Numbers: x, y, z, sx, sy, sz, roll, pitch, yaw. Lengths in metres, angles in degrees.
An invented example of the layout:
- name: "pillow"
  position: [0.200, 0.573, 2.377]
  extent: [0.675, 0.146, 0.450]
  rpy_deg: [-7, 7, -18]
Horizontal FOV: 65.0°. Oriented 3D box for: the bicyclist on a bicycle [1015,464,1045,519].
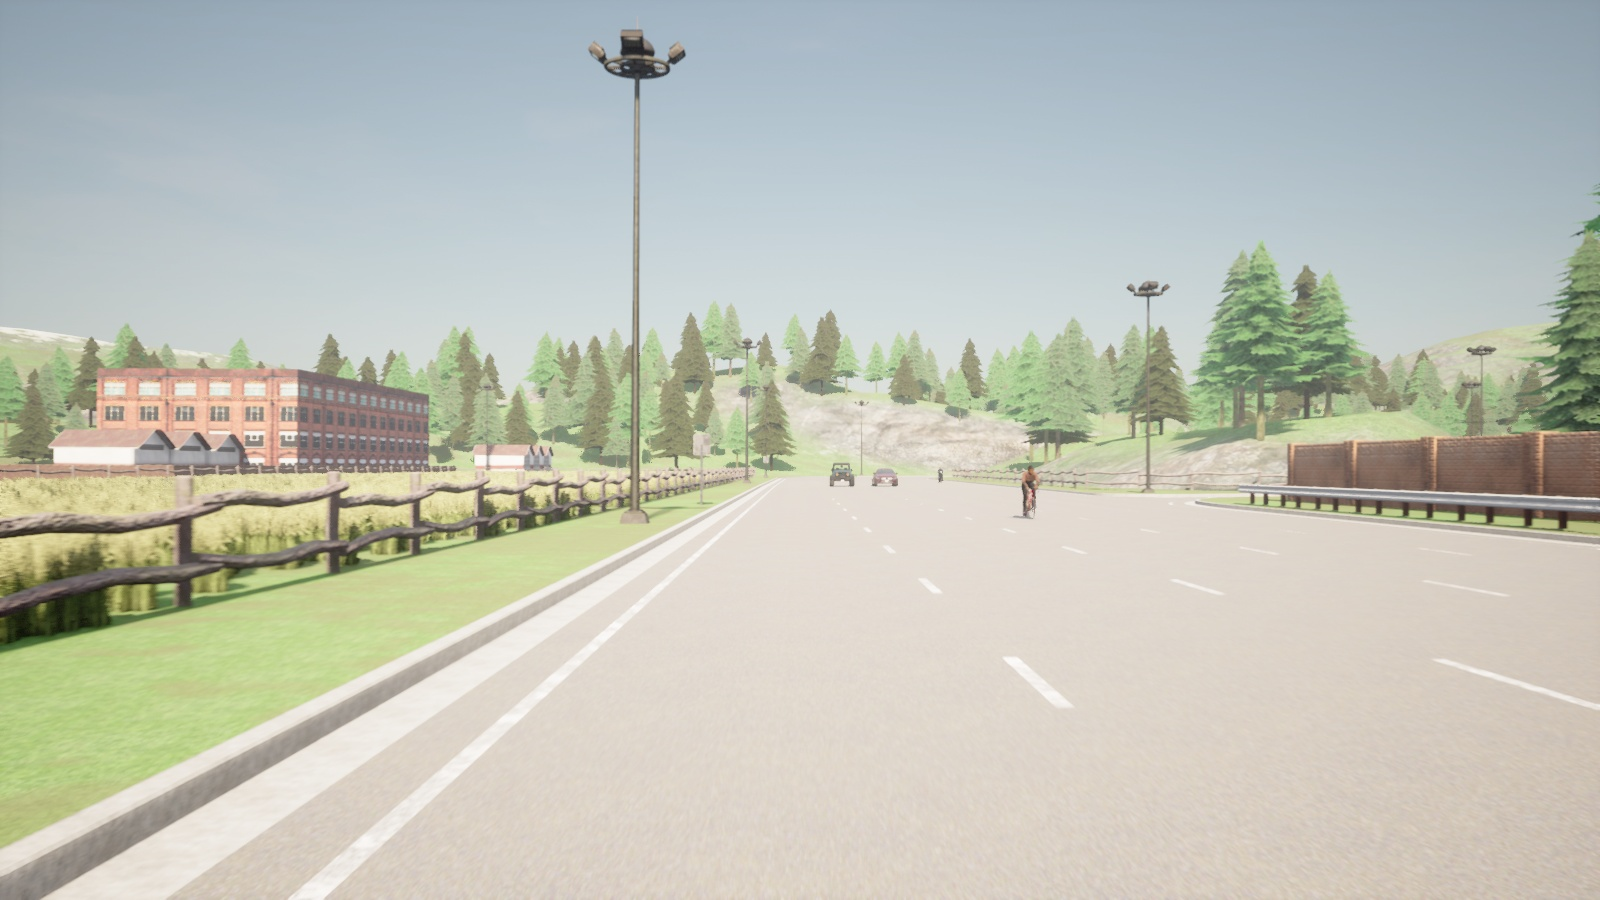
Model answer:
- name: "bicyclist on a bicycle"
  position: [6.918, 1.236, 37.823]
  extent: [0.582, 1.620, 1.656]
  rpy_deg: [0, 0, 0]
